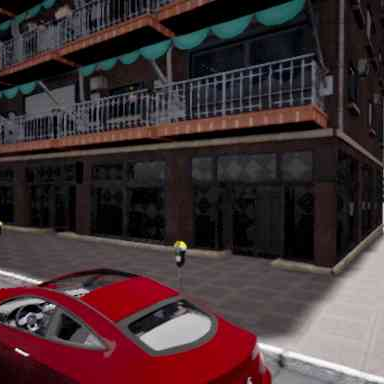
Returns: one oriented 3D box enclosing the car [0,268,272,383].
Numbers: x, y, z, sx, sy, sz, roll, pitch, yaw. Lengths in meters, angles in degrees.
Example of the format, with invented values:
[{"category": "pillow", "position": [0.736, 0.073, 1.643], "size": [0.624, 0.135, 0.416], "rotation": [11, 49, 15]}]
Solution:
[{"category": "car", "position": [-1.247, 1.547, 3.683], "size": [4.206, 1.307, 1.802], "rotation": [1, 1, 34]}]
